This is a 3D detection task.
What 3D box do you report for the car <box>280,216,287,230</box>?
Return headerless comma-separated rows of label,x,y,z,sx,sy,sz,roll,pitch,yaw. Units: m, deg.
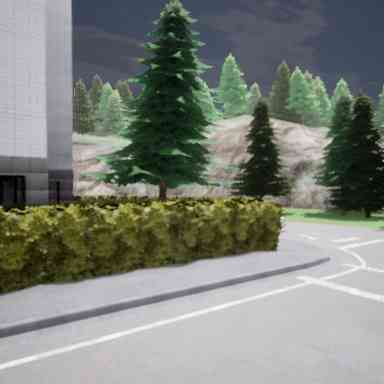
car,3.629,1.591,20.662,1.812,1.442,4.674,-1,0,-42
